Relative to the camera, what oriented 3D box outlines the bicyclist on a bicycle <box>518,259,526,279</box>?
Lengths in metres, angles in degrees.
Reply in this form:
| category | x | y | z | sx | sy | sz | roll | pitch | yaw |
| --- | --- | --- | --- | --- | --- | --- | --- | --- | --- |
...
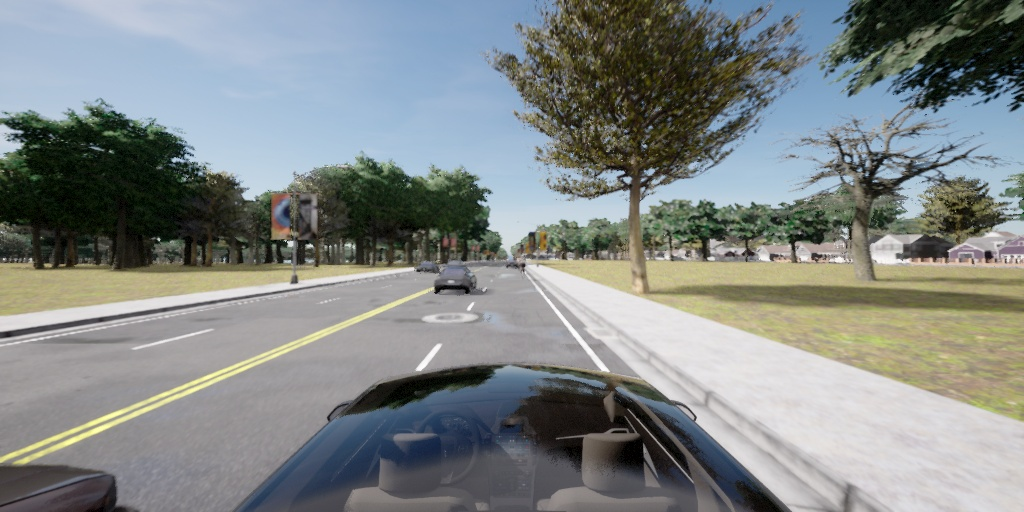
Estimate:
| category | x | y | z | sx | sy | sz | roll | pitch | yaw |
| --- | --- | --- | --- | --- | --- | --- | --- | --- | --- |
| bicyclist on a bicycle | 0.879 | 1.119 | 29.972 | 0.659 | 1.776 | 1.843 | 0 | 0 | 0 |

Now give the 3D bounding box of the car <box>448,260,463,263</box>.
| category | x | y | z | sx | sy | sz | roll | pitch | yaw |
| --- | --- | --- | --- | --- | --- | --- | --- | --- | --- |
| car | -6.606 | 1.231 | 41.629 | 1.882 | 1.535 | 5.008 | 0 | 0 | 0 |

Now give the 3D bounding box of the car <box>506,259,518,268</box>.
| category | x | y | z | sx | sy | sz | roll | pitch | yaw |
| --- | --- | --- | --- | --- | --- | --- | --- | --- | --- |
| car | 0.014 | 1.290 | 59.336 | 1.812 | 1.442 | 4.674 | 0 | 0 | 0 |

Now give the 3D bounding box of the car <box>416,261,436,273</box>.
| category | x | y | z | sx | sy | sz | roll | pitch | yaw |
| --- | --- | --- | --- | --- | --- | --- | --- | --- | --- |
| car | -9.853 | 1.318 | 42.155 | 1.994 | 1.385 | 4.181 | 0 | 0 | 0 |

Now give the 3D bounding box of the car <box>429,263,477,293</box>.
| category | x | y | z | sx | sy | sz | roll | pitch | yaw |
| --- | --- | --- | --- | --- | --- | --- | --- | --- | --- |
| car | -3.159 | 1.310 | 20.599 | 1.994 | 1.385 | 4.181 | 0 | 0 | 0 |
